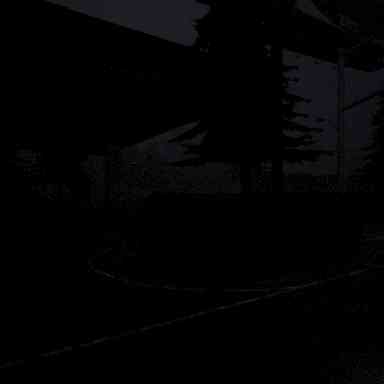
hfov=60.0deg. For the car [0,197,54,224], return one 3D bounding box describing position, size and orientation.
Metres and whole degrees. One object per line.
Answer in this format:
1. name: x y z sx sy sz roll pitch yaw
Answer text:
1. car: -11.959 1.313 23.487 3.866 1.878 1.905 0 0 -36
